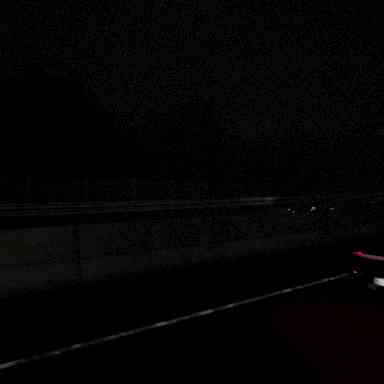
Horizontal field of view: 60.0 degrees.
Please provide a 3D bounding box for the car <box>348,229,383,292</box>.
[{"bbox_3d":[5.551,1.464,7.639,4.902,1.511,2.128,0,0,-35],"label":"car"}]

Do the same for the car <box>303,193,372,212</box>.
[{"bbox_3d":[10.607,1.186,24.145,4.553,1.767,2.097,-1,0,-34],"label":"car"}]

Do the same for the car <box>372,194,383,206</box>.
[{"bbox_3d":[23.844,1.016,41.408,4.902,1.511,2.128,-1,1,-34],"label":"car"}]

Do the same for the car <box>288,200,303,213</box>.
[{"bbox_3d":[10.147,1.318,28.071,4.892,1.490,1.837,-1,0,-34],"label":"car"}]

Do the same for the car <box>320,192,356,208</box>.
[{"bbox_3d":[17.949,0.971,40.918,4.553,1.767,2.097,-1,1,-37],"label":"car"}]
